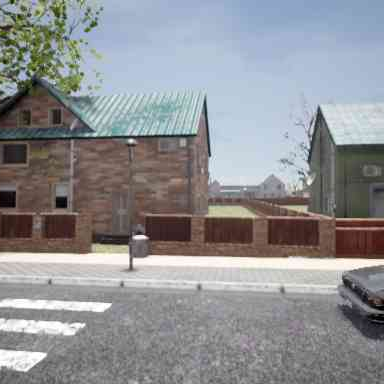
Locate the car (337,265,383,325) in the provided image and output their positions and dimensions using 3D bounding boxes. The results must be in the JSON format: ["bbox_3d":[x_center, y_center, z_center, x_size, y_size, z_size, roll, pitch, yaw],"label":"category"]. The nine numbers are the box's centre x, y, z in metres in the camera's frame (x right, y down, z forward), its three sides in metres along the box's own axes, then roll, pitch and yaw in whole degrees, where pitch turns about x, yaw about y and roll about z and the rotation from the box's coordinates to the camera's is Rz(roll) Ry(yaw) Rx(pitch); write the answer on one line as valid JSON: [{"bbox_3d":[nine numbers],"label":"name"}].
[{"bbox_3d":[5.509,1.626,5.715,5.357,1.411,2.033,0,-2,8],"label":"car"}]
